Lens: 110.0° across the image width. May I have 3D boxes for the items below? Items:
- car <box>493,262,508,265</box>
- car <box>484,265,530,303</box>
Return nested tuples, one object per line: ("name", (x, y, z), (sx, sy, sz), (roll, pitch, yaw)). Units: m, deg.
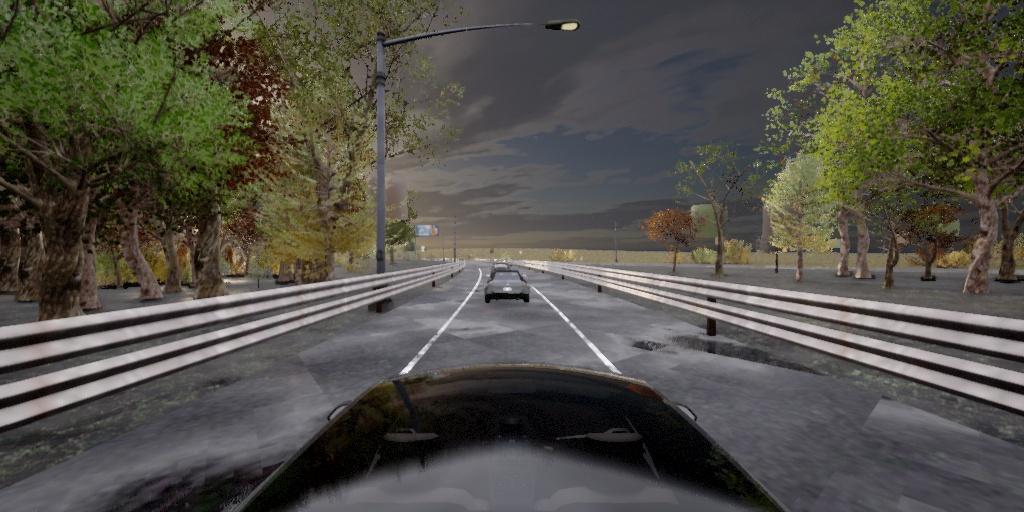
("car", (-1.010, 1.275, 31.627), (1.812, 1.442, 4.674), (0, 0, -4))
("car", (-0.253, 1.316, 16.584), (1.994, 1.385, 4.181), (0, 0, -2))
